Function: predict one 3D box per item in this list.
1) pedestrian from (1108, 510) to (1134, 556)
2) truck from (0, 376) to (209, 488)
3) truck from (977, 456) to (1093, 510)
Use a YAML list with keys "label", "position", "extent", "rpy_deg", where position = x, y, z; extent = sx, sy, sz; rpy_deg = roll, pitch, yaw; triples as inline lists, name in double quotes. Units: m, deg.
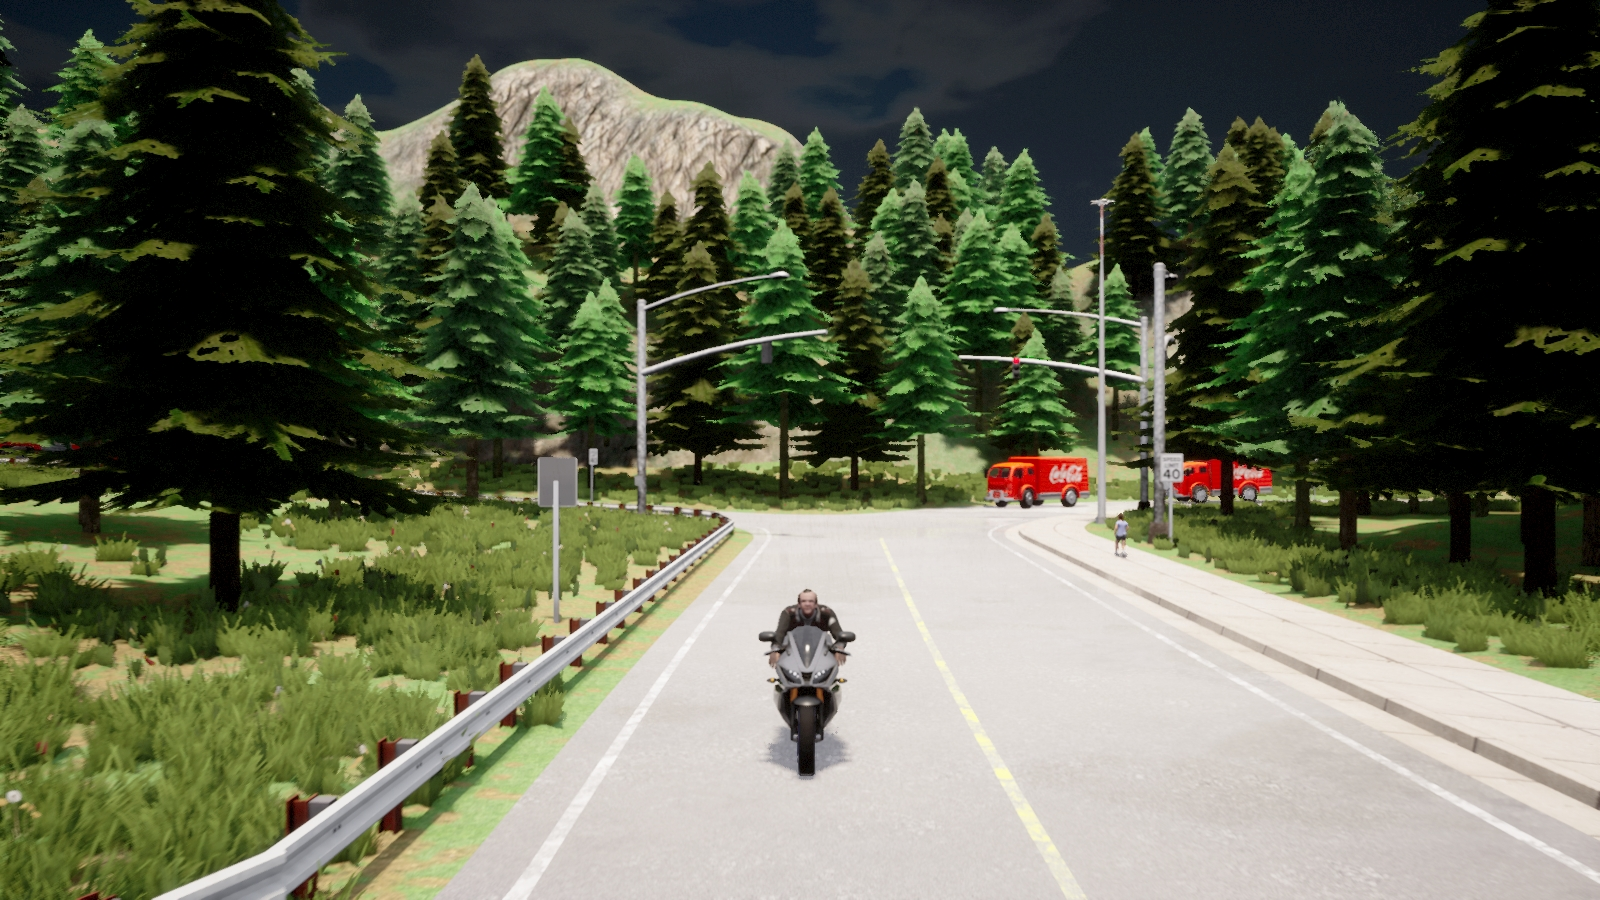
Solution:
- label: "pedestrian"
  position: [7.978, 2.050, 28.396]
  extent: [0.500, 1.100, 0.500]
  rpy_deg: [0, 0, 1]
- label: "truck"
  position: [-29.912, -0.720, 47.916]
  extent: [8.468, 3.827, 2.891]
  rpy_deg: [7, -3, -36]
- label: "truck"
  position: [11.528, 1.540, 55.948]
  extent: [5.204, 2.467, 2.627]
  rpy_deg: [0, 0, -34]
